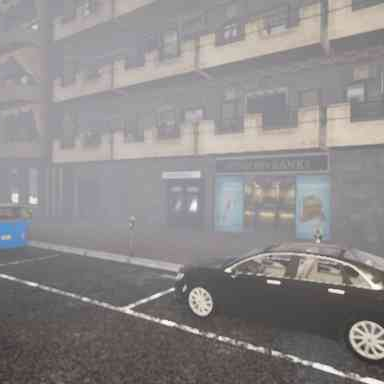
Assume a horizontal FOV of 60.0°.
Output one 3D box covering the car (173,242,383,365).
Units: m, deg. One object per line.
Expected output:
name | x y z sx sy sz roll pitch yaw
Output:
car | 1.695 1.533 5.647 4.403 1.369 2.008 1 1 34

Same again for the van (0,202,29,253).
van | -7.511 1.213 11.745 3.998 1.788 1.690 1 1 34
